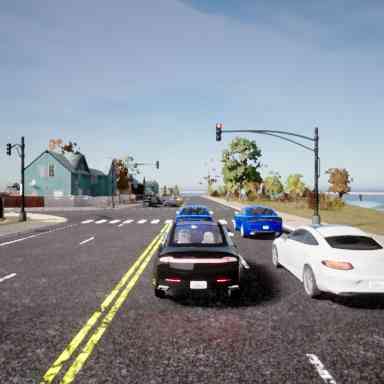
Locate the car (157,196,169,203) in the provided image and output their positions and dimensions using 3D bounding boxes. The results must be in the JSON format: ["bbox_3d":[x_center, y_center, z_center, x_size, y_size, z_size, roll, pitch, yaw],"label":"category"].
[{"bbox_3d":[-6.326,1.603,73.315,2.033,1.411,5.357,0,0,0],"label":"car"}]

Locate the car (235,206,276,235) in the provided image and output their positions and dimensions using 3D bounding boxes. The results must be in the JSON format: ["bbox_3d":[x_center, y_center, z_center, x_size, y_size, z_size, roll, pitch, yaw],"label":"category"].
[{"bbox_3d":[3.391,1.478,17.702,1.882,1.535,5.008,0,0,0],"label":"car"}]

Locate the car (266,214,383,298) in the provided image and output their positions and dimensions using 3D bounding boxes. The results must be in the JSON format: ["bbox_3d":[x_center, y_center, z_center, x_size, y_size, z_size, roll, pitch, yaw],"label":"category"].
[{"bbox_3d":[3.366,1.525,8.365,1.812,1.442,4.674,0,0,0],"label":"car"}]

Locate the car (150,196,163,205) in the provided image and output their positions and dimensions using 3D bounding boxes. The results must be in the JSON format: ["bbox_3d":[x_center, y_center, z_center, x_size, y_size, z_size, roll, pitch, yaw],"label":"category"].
[{"bbox_3d":[-6.429,1.547,60.465,1.837,1.490,4.892,0,0,0],"label":"car"}]

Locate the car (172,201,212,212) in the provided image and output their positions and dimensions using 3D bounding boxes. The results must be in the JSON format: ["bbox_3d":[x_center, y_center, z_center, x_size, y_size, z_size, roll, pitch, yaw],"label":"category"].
[{"bbox_3d":[0.133,1.479,18.030,1.882,1.535,5.008,0,0,1],"label":"car"}]

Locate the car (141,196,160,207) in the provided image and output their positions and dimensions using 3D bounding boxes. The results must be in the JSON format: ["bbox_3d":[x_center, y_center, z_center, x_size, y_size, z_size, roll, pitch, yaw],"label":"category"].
[{"bbox_3d":[-6.471,1.532,50.320,1.837,1.490,4.892,0,0,0],"label":"car"}]

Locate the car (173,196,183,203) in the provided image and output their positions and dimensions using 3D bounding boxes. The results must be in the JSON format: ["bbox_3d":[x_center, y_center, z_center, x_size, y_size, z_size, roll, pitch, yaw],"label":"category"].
[{"bbox_3d":[-3.077,1.657,73.028,1.895,1.301,4.718,0,0,0],"label":"car"}]

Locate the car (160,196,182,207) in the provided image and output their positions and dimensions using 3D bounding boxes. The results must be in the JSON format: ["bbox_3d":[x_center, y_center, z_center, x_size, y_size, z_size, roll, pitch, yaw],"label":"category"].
[{"bbox_3d":[-3.182,1.576,51.432,2.033,1.411,5.357,0,0,3],"label":"car"}]

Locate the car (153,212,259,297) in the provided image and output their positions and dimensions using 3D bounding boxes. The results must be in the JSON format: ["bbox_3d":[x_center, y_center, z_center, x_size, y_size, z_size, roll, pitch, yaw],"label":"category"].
[{"bbox_3d":[0.121,1.491,8.535,2.128,1.511,4.902,0,0,0],"label":"car"}]

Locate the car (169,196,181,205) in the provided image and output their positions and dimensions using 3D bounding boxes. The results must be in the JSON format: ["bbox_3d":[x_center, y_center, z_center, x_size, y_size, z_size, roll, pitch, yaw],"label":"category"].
[{"bbox_3d":[-3.164,1.521,61.863,1.882,1.535,5.008,0,0,0],"label":"car"}]
